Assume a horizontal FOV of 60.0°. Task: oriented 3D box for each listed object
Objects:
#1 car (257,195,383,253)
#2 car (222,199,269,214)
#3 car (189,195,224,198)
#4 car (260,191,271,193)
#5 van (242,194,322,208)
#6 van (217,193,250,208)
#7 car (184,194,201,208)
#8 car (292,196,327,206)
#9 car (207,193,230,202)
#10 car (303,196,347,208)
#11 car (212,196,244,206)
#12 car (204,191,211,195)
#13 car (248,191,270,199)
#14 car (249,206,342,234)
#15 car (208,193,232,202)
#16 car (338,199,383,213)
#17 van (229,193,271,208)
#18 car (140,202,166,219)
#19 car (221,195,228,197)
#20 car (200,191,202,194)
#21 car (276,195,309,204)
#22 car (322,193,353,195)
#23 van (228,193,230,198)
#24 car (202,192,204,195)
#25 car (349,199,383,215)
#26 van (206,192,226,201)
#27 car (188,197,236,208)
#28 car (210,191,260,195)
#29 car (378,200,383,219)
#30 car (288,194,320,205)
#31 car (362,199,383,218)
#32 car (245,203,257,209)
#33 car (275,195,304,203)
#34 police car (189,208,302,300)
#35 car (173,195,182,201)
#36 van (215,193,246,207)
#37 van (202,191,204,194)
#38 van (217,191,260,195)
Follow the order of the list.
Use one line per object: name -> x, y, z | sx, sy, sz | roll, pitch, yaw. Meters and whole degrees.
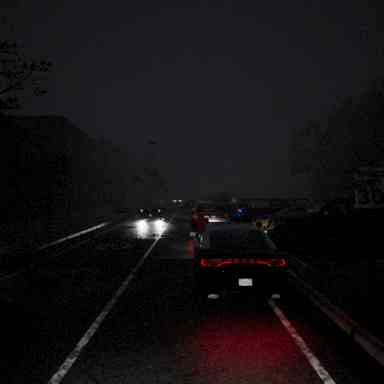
car -> 5.693, 1.243, 13.213 | 5.566, 2.045, 2.435 | 0, 0, 0
car -> 5.662, 1.527, 35.646 | 4.674, 1.452, 2.002 | 0, 0, 0
car -> 0.947, 1.350, 24.493 | 2.097, 1.767, 4.553 | 0, 0, 0
car -> 18.580, 0.867, 89.306 | 5.566, 2.045, 2.435 | 0, 0, 0
van -> 5.817, 1.275, 21.623 | 4.442, 1.987, 1.878 | 0, 0, 0
van -> 5.753, 1.195, 46.860 | 4.442, 1.987, 1.878 | 0, 0, 0
car -> -0.036, 1.408, 45.969 | 1.882, 1.535, 5.008 | 0, 0, 0
car -> 18.672, 1.408, 52.982 | 4.792, 1.488, 2.163 | 0, 0, 0
car -> 5.548, 1.135, 69.286 | 4.553, 1.767, 2.185 | 0, 0, 0
car -> 18.900, 1.415, 47.431 | 5.366, 1.575, 1.946 | 0, 0, 0
car -> 5.615, 1.382, 52.468 | 4.892, 1.521, 2.231 | 0, 0, 0
car -> 5.572, 1.069, 60.876 | 5.566, 2.045, 2.435 | 0, 0, 0
car -> 18.572, 0.848, 91.968 | 5.566, 2.045, 2.435 | 0, 0, 0
car -> 5.710, 1.538, 18.819 | 4.674, 1.452, 2.002 | 0, 0, 0
car -> 5.555, 1.155, 66.483 | 4.553, 1.767, 2.185 | 0, 0, 0
car -> 18.771, 1.515, 36.328 | 4.792, 1.488, 2.163 | 0, 0, 0
van -> 5.569, 1.277, 27.233 | 4.442, 1.987, 1.878 | 0, 0, 0
car -> -3.383, 1.590, 29.233 | 1.895, 1.301, 4.718 | 0, 0, 0
car -> 5.664, 1.475, 38.449 | 4.892, 1.521, 2.231 | 0, 0, 0
car -> 5.708, 1.097, 91.713 | 5.366, 1.575, 1.946 | 0, 0, 0
car -> 18.494, 1.315, 61.308 | 5.366, 1.575, 1.946 | 0, 0, 0
car -> 18.707, 1.221, 39.101 | 5.566, 2.045, 2.435 | 0, 0, 0
van -> 5.795, 1.274, 30.035 | 4.442, 1.987, 1.878 | 0, 0, 0
car -> 5.553, 1.200, 77.697 | 5.008, 1.535, 2.097 | 0, 0, 0
car -> 18.720, 1.527, 33.544 | 4.792, 1.488, 2.163 | 0, 0, 0
van -> 5.448, 0.994, 74.892 | 4.442, 1.987, 1.878 | 0, 0, 0
car -> 0.954, 1.357, 18.485 | 2.097, 1.767, 4.553 | 0, 0, 0
car -> 5.615, 1.190, 44.056 | 5.566, 2.045, 2.435 | 0, 0, 0
car -> 18.758, 1.503, 27.995 | 5.008, 1.535, 2.097 | 0, 0, 0
car -> 18.724, 1.233, 55.758 | 4.553, 1.767, 2.185 | 0, 0, 0
car -> 18.941, 1.497, 30.773 | 5.366, 1.575, 1.946 | 0, 0, 0
car -> 5.529, 1.493, 16.016 | 5.366, 1.575, 1.946 | 0, 0, 0
car -> 18.678, 1.300, 64.086 | 4.892, 1.521, 2.231 | 0, 0, 0
police car -> 0.966, 1.432, 8.613 | 1.930, 1.638, 5.238 | 0, 0, 0
car -> -3.340, 1.291, 77.617 | 1.994, 1.385, 4.181 | 0, 0, 0
van -> 5.746, 1.175, 49.663 | 4.442, 1.987, 1.878 | 0, 0, 0
van -> 5.420, 0.914, 86.104 | 4.442, 1.987, 1.878 | 0, 0, 0
van -> 5.767, 1.235, 41.256 | 4.442, 1.987, 1.878 | 0, 0, 0
